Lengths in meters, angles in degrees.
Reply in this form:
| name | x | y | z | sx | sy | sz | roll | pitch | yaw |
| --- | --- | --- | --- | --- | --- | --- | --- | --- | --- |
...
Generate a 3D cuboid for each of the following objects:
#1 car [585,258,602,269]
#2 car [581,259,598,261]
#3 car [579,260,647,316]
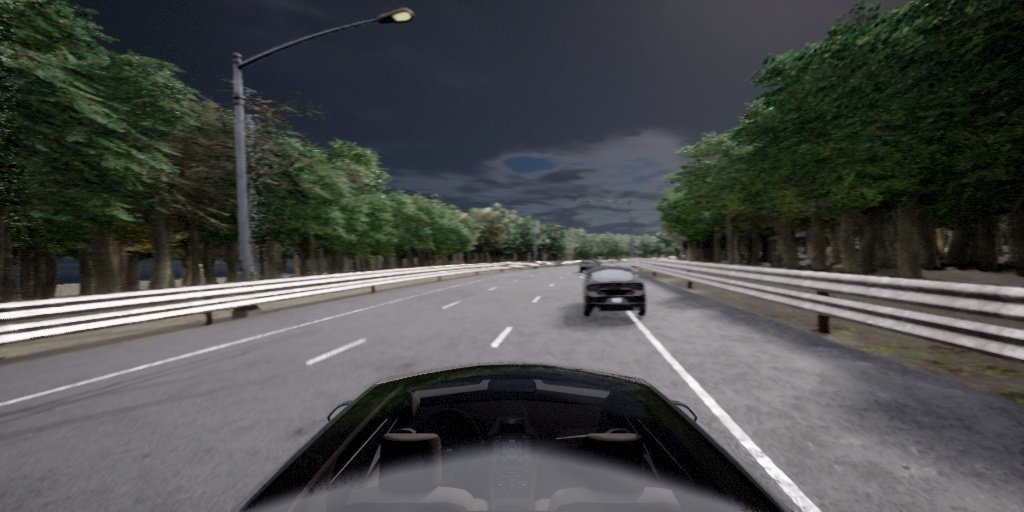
| name | x | y | z | sx | sy | sz | roll | pitch | yaw |
| --- | --- | --- | --- | --- | --- | --- | --- | --- | --- |
| car | 12.505 | 1.177 | 54.654 | 2.128 | 1.511 | 4.902 | -2 | -1 | 18 |
| car | 8.741 | 1.075 | 41.145 | 1.837 | 1.490 | 4.892 | -2 | -1 | 15 |
| car | 3.438 | 1.087 | 12.684 | 1.882 | 1.535 | 5.008 | -2 | 0 | 11 |
